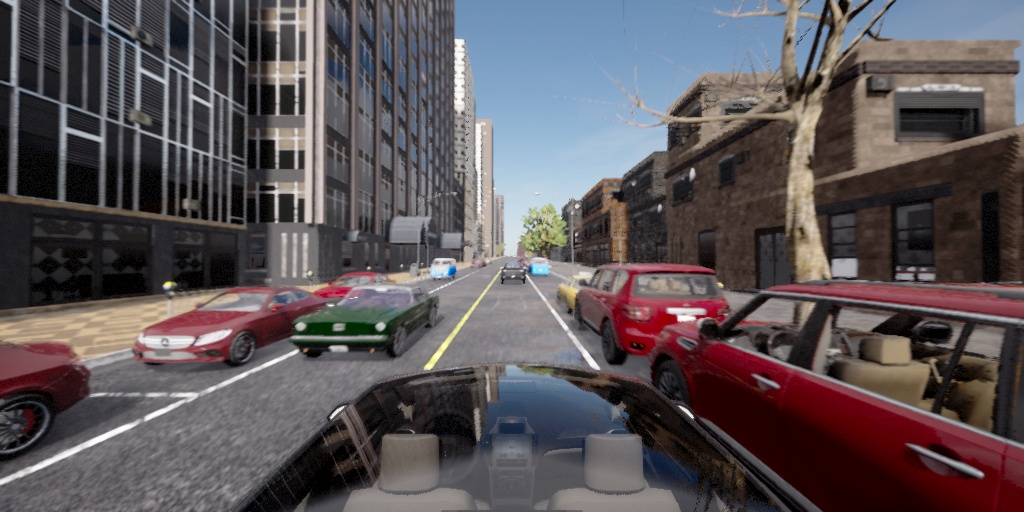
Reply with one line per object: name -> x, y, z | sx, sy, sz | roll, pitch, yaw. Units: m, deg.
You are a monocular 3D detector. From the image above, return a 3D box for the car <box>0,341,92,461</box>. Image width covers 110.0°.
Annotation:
car -> -5.688, 1.332, 2.388 | 1.802, 1.307, 4.207 | 0, 0, 0

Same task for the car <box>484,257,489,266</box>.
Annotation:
car -> -5.708, 1.040, 63.400 | 2.192, 1.841, 5.009 | 0, 0, 0

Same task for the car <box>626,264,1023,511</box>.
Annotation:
car -> 2.693, 1.065, 2.390 | 2.192, 1.841, 5.009 | 0, 0, 0

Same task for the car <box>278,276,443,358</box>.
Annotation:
car -> -3.091, 1.354, 8.620 | 1.895, 1.301, 4.718 | 0, 0, 0

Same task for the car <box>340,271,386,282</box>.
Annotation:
car -> -5.692, 1.299, 13.483 | 1.888, 1.381, 4.507 | 0, 0, 0

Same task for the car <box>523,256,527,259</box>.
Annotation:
car -> 2.678, 1.181, 46.765 | 1.967, 1.591, 4.097 | 0, 0, 0

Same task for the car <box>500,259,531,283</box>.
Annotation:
car -> 0.093, 1.244, 27.641 | 2.128, 1.511, 4.902 | 0, 0, 0

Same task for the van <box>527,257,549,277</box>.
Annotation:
van -> 2.682, 1.090, 35.673 | 1.690, 1.789, 3.998 | 0, 0, 0

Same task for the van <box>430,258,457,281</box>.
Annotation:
van -> -5.697, 1.091, 30.123 | 1.690, 1.789, 3.998 | 0, 0, 0

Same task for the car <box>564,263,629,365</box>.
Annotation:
car -> 2.691, 1.068, 7.940 | 2.192, 1.841, 5.009 | 0, 0, 0

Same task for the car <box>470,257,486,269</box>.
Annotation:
car -> -5.706, 1.313, 57.854 | 1.802, 1.307, 4.207 | 0, 0, 0

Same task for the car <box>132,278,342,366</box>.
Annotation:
car -> -5.690, 1.334, 7.936 | 1.802, 1.307, 4.207 | 0, 0, 0

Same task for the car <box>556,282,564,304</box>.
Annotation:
car -> 2.689, 1.280, 13.657 | 1.751, 1.417, 4.829 | 0, 0, 0
